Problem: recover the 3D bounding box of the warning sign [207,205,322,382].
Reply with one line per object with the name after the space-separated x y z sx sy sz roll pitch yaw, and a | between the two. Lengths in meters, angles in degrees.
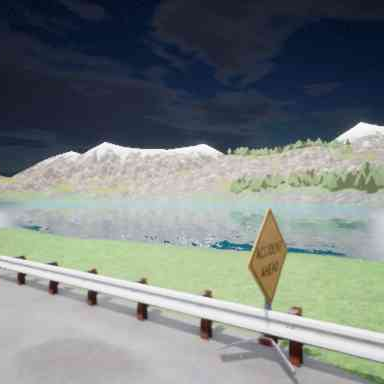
1.006 1.134 4.442 1.060 1.860 1.300 -1 0 35 | warning sign
